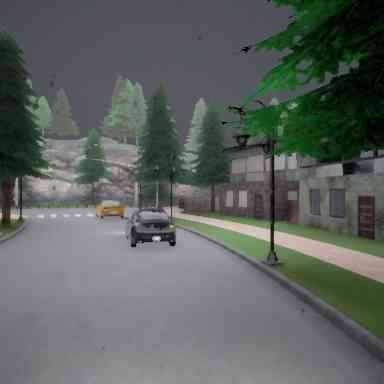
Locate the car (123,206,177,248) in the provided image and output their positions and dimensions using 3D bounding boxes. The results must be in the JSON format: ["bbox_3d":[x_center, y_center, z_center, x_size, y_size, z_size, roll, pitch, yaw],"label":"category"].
[{"bbox_3d":[-1.937,1.515,14.957,1.837,1.490,4.892,0,0,-14],"label":"car"}]

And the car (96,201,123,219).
[{"bbox_3d":[-7.272,1.484,29.240,1.882,1.535,5.008,0,0,-23],"label":"car"}]
